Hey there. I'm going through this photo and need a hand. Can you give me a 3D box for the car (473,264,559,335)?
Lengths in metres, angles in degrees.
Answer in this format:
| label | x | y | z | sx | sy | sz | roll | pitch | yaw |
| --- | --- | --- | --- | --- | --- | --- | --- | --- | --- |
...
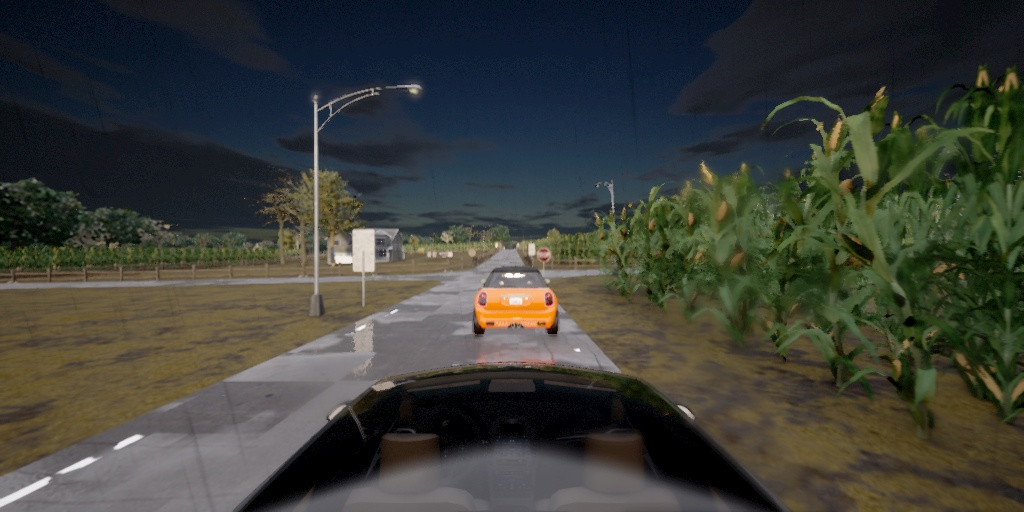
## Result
| label | x | y | z | sx | sy | sz | roll | pitch | yaw |
| --- | --- | --- | --- | --- | --- | --- | --- | --- | --- |
| car | 0.097 | 1.069 | 10.559 | 2.097 | 1.767 | 4.553 | 0 | 0 | 0 |
